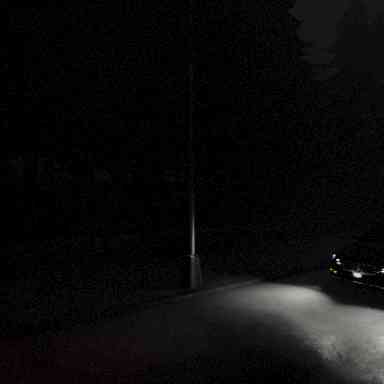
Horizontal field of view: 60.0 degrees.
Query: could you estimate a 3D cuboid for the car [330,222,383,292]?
[{"bbox_3d":[5.512,1.526,8.512,4.892,1.490,1.837,0,0,-35],"label":"car"}]
